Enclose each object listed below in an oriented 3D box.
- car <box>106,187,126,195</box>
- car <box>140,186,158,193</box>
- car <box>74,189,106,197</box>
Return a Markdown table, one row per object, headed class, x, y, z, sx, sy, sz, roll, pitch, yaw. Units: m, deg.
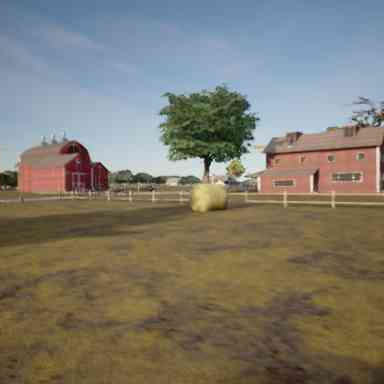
| class | x | y | z | sx | sy | sz | roll | pitch | yaw |
| --- | --- | --- | --- | --- | --- | --- | --- | --- | --- |
| car | -16.022 | -0.231 | 69.875 | 2.128 | 1.511 | 4.902 | 0 | 2 | 35 |
| car | -9.566 | -0.642 | 74.230 | 1.837 | 1.490 | 4.892 | 0 | 2 | 35 |
| car | -18.960 | 0.105 | 60.971 | 2.033 | 1.411 | 5.357 | 0 | 2 | 35 |
